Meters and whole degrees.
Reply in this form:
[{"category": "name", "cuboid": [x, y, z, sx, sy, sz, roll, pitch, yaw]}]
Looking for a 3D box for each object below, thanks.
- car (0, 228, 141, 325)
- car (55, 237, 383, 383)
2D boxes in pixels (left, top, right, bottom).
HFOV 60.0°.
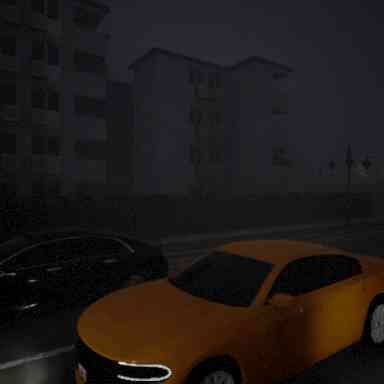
[{"category": "car", "cuboid": [-2.764, 1.500, 6.318, 4.892, 1.490, 1.837, 0, 0, -35]}, {"category": "car", "cuboid": [0.974, 1.465, 4.675, 5.008, 1.535, 1.882, 0, 0, -35]}]
